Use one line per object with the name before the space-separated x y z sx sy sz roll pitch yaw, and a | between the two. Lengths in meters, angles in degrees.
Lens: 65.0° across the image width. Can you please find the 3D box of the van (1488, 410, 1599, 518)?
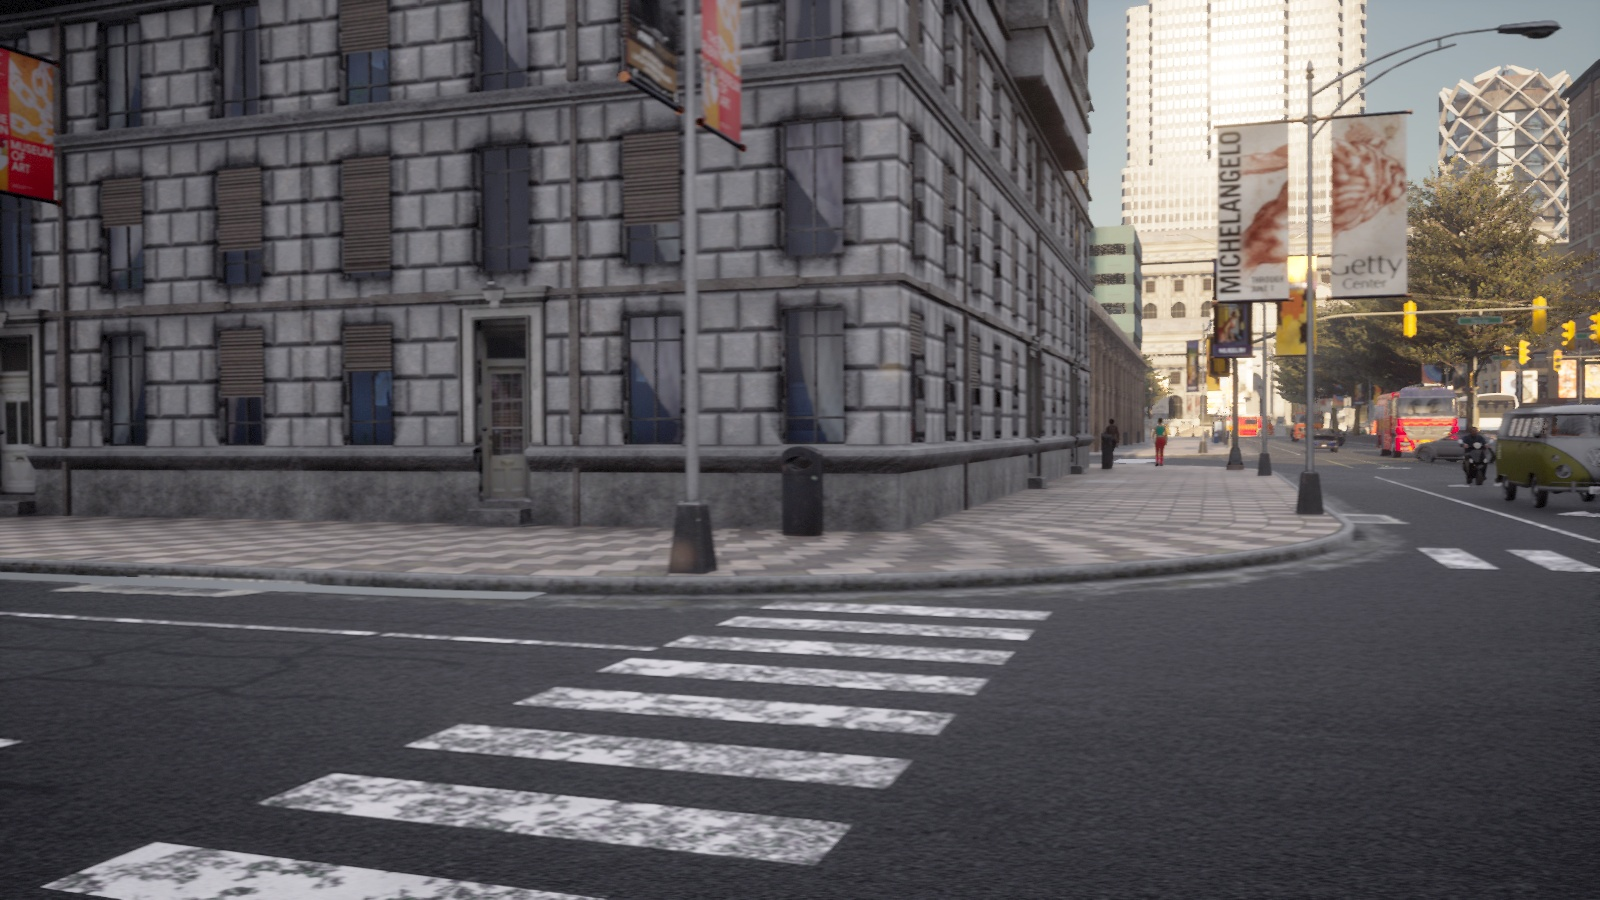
van | 15.261 0.216 25.168 1.775 1.987 4.442 0 1 18

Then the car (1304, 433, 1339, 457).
car | 33.405 -0.337 80.554 1.816 1.474 4.193 0 1 19

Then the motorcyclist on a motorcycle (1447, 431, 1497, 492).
motorcyclist on a motorcycle | 18.100 0.292 33.846 0.866 1.590 1.817 0 0 18

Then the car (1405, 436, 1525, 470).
car | 28.823 0.102 54.575 1.994 1.385 4.181 0 1 -30

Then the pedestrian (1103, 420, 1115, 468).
pedestrian | 11.804 -0.229 47.941 0.328 1.805 0.869 0 1 5

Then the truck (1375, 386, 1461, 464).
truck | 32.301 -1.295 65.968 2.891 3.827 8.468 0 1 18

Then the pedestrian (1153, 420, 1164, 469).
pedestrian | 13.510 -0.217 47.349 0.345 1.836 0.594 0 1 11
